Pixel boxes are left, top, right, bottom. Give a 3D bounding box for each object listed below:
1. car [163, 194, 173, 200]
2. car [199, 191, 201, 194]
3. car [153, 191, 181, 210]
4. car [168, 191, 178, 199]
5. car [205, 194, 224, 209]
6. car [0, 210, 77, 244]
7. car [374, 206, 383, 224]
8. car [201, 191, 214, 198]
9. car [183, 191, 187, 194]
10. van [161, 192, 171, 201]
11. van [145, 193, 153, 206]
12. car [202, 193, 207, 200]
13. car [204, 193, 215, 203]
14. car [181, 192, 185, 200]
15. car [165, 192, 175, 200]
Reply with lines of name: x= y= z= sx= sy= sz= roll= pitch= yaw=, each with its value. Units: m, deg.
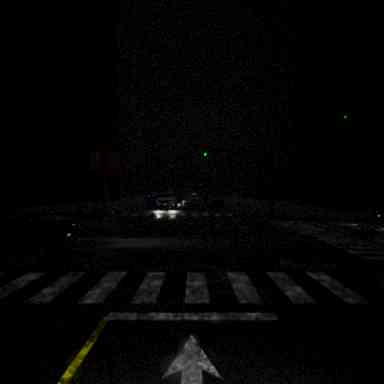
car: x=-5.274 y=1.117 z=74.042 sx=1.887 sy=1.381 sz=4.507 roll=0 pitch=0 yaw=1
car: x=3.301 y=0.981 z=79.482 sx=1.967 sy=1.590 sz=4.097 roll=0 pitch=0 yaw=1
car: x=-2.910 y=0.987 z=39.664 sx=2.150 sy=2.045 sz=5.566 roll=0 pitch=0 yaw=2
car: x=-5.124 y=0.795 z=90.578 sx=2.192 sy=1.841 sz=5.009 roll=0 pitch=0 yaw=1
car: x=2.952 y=1.310 z=40.893 sx=2.008 sy=1.369 sz=4.403 roll=0 pitch=0 yaw=1
car: x=-7.494 y=1.443 z=14.311 sx=4.718 sy=1.301 sz=1.895 roll=2 pitch=-1 yaw=0
car: x=16.316 y=1.411 z=24.079 sx=5.566 sy=2.045 sz=2.150 roll=1 pitch=0 yaw=0
car: x=3.102 y=0.980 z=57.430 sx=2.192 sy=1.841 sz=5.009 roll=0 pitch=0 yaw=1
car: x=-2.536 y=0.938 z=71.441 sx=1.837 sy=1.490 sz=4.892 roll=0 pitch=0 yaw=1
van: x=-5.323 y=0.944 z=68.528 sx=1.690 sy=1.788 sz=3.998 roll=0 pitch=0 yaw=1
van: x=-5.523 y=1.069 z=46.479 sx=1.690 sy=1.788 sz=3.998 roll=0 pitch=0 yaw=1
car: x=3.052 y=1.247 z=51.918 sx=2.008 sy=1.369 sz=4.403 roll=0 pitch=0 yaw=1
car: x=3.003 y=1.252 z=46.575 sx=1.752 sy=1.417 sz=4.829 roll=0 pitch=0 yaw=1
car: x=-2.736 y=1.222 z=55.827 sx=2.033 sy=1.411 sz=5.357 roll=0 pitch=0 yaw=1
car: x=-5.224 y=0.856 z=79.553 sx=2.192 sy=1.841 sz=5.009 roll=0 pitch=0 yaw=1
